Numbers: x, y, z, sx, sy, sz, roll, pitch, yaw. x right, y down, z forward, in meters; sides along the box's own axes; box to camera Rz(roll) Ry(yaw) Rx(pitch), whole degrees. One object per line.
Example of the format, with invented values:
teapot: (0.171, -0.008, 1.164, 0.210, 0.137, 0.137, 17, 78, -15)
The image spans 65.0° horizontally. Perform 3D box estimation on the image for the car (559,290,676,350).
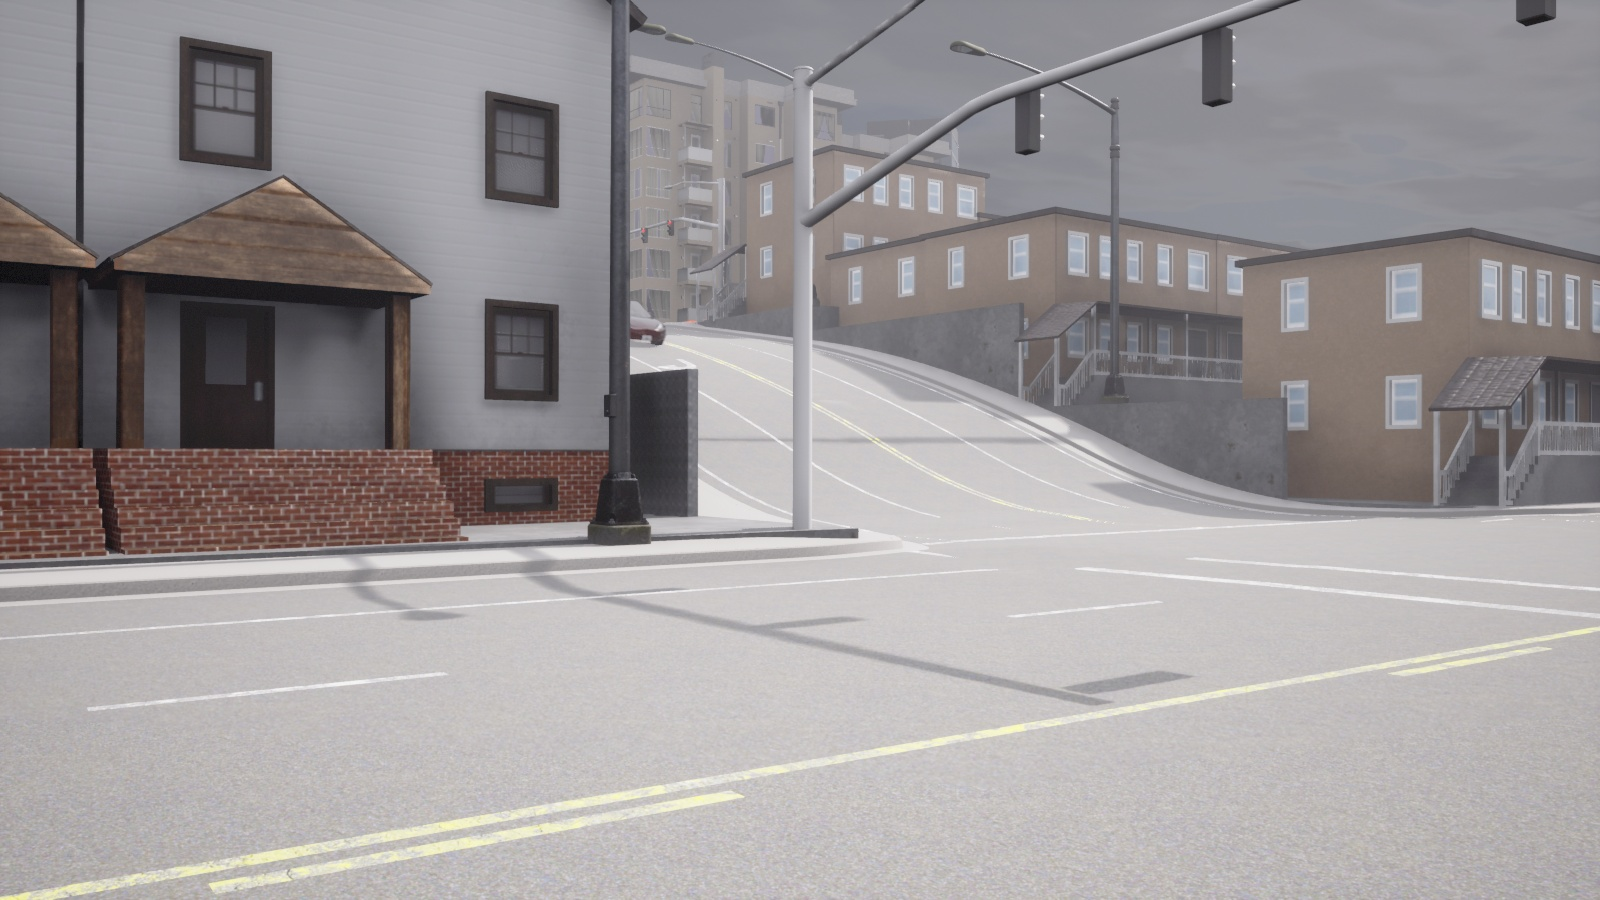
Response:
car: (-6.653, -4.713, 45.254, 2.163, 1.488, 4.792, 0, 11, -35)
